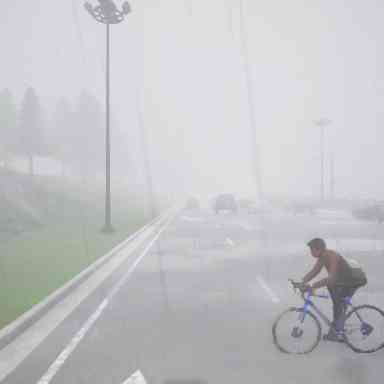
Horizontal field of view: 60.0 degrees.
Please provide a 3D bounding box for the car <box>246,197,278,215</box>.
[{"bbox_3d":[7.040,1.526,33.992,1.812,1.442,4.674,0,0,0],"label":"car"}]

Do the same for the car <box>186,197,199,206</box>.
[{"bbox_3d":[0.017,1.547,54.994,2.033,1.411,5.357,0,0,-3],"label":"car"}]

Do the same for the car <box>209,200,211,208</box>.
[{"bbox_3d":[3.481,1.526,46.042,1.812,1.442,4.674,0,0,0],"label":"car"}]

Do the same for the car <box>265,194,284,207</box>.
[{"bbox_3d":[10.517,1.221,43.261,2.150,2.045,5.566,0,0,0],"label":"car"}]

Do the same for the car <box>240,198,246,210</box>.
[{"bbox_3d":[7.019,1.478,43.977,1.882,1.535,5.008,0,0,0],"label":"car"}]

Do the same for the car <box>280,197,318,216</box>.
[{"bbox_3d":[10.546,1.505,32.906,1.837,1.490,4.892,0,0,0],"label":"car"}]

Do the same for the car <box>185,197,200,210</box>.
[{"bbox_3d":[0.041,1.547,43.947,2.033,1.411,5.357,0,0,0],"label":"car"}]

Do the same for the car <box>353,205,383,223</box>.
[{"bbox_3d":[14.062,1.601,25.086,1.895,1.301,4.718,0,0,0],"label":"car"}]

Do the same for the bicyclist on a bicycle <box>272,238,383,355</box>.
[{"bbox_3d":[1.910,1.455,4.594,1.656,1.620,0.582,-2,0,0],"label":"bicyclist on a bicycle"}]

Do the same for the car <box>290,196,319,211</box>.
[{"bbox_3d":[14.034,1.353,41.648,2.097,1.767,4.553,0,0,0],"label":"car"}]

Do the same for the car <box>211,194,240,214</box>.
[{"bbox_3d":[3.496,1.221,35.642,2.150,2.045,5.566,0,0,1],"label":"car"}]
